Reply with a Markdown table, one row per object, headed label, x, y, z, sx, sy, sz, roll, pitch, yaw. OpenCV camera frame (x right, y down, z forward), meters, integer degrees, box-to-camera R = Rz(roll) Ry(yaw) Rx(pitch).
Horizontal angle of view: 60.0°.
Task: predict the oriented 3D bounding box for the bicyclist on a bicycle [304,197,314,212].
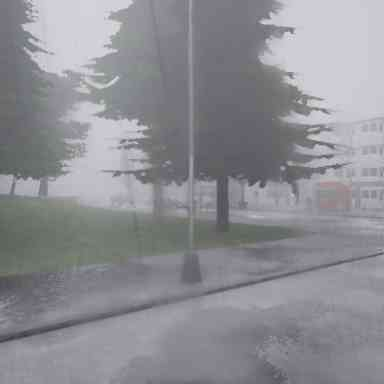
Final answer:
| label | x | y | z | sx | sy | sz | roll | pitch | yaw |
| --- | --- | --- | --- | --- | --- | --- | --- | --- | --- |
| bicyclist on a bicycle | 12.246 | 1.281 | 34.779 | 1.656 | 1.620 | 0.582 | -1 | 0 | -36 |

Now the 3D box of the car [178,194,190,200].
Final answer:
| label | x | y | z | sx | sy | sz | roll | pitch | yaw |
| --- | --- | --- | --- | --- | --- | --- | --- | --- | --- |
| car | -2.141 | 1.316 | 88.768 | 1.845 | 1.501 | 3.633 | 0 | 0 | -24 |

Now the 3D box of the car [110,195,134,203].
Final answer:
| label | x | y | z | sx | sy | sz | roll | pitch | yaw |
| --- | --- | --- | --- | --- | --- | --- | --- | --- | --- |
| car | -11.435 | 1.083 | 53.715 | 2.150 | 2.045 | 5.566 | 0 | 0 | -35 |

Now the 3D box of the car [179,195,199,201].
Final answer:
| label | x | y | z | sx | sy | sz | roll | pitch | yaw |
| --- | --- | --- | --- | --- | --- | --- | --- | --- | --- |
| car | -0.796 | 1.560 | 86.292 | 4.974 | 1.542 | 2.038 | 0 | 0 | -6 |

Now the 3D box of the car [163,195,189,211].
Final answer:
| label | x | y | z | sx | sy | sz | roll | pitch | yaw |
| --- | --- | --- | --- | --- | --- | --- | --- | --- | --- |
| car | -2.054 | 1.456 | 40.377 | 1.837 | 1.490 | 4.892 | 0 | 0 | -35 |
